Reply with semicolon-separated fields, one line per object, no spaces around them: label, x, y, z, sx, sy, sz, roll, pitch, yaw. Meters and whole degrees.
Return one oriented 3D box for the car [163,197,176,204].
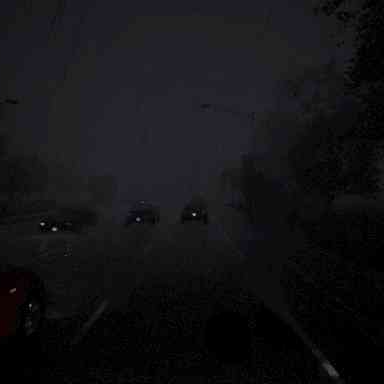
car;-4.290;1.587;60.790;1.895;1.301;4.718;0;0;10

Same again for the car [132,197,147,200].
car;-8.752;1.532;54.716;2.033;1.411;5.357;0;0;7

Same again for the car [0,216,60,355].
car;-3.401;1.351;3.537;2.097;1.767;4.553;0;0;0

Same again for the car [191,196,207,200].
car;0.831;1.346;42.349;2.097;1.767;4.553;0;0;4

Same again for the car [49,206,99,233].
car;-7.079;1.543;19.809;2.033;1.411;5.357;0;0;0

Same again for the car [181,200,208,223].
car;0.184;1.559;25.559;1.994;1.385;4.181;0;0;1

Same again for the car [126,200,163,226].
car;-3.350;1.521;23.208;1.812;1.442;4.674;0;0;1
